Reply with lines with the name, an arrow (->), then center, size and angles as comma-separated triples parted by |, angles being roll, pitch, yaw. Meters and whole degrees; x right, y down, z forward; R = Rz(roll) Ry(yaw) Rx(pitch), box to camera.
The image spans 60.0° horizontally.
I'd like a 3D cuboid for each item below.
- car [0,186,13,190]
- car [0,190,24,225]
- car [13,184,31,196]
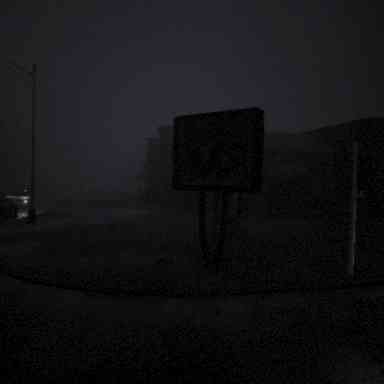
car -> -18.136, 0.132, 30.104 | 1.837, 1.490, 4.892 | 1, 2, -15
car -> -10.162, 0.792, 16.724 | 1.994, 1.385, 4.181 | 1, 2, -15
car -> -21.332, -0.268, 41.941 | 1.812, 1.442, 4.674 | 1, 2, -15
